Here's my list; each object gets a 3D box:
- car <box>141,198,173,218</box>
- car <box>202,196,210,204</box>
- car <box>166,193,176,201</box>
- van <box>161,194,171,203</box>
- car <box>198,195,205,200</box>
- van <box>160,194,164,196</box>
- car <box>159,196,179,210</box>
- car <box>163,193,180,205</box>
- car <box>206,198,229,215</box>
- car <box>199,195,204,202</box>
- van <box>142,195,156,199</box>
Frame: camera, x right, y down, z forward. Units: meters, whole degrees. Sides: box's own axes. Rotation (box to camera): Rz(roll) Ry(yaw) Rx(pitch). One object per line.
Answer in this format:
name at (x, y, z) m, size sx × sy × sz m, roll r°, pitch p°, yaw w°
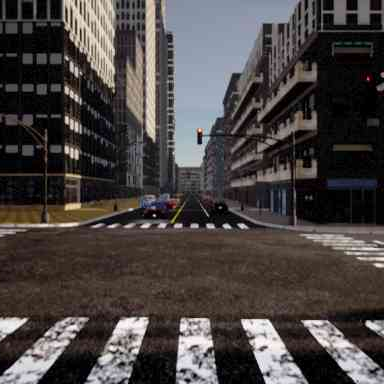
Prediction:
car at (-3.074, 1.536, 29.831) m, size 2.033 × 1.411 × 5.357 m, roll 0°, pitch 0°, yaw 0°
car at (2.726, 1.529, 43.918) m, size 1.887 × 1.381 × 4.507 m, roll 0°, pitch 0°, yaw 0°
car at (-5.615, 1.296, 89.159) m, size 2.192 × 1.841 × 5.009 m, roll 0°, pitch 0°, yaw 0°
van at (-5.630, 1.322, 72.196) m, size 1.690 × 1.788 × 3.998 m, roll 0°, pitch 0°, yaw 0°
car at (2.771, 1.547, 94.806) m, size 1.947 × 1.339 × 4.313 m, roll 0°, pitch 0°, yaw 0°
van at (-5.635, 1.322, 66.541) m, size 1.690 × 1.788 × 3.998 m, roll 0°, pitch 0°, yaw 0°
car at (-3.058, 1.586, 42.091) m, size 1.895 × 1.301 × 4.718 m, roll 0°, pitch 0°, yaw 0°
car at (-3.028, 1.336, 54.417) m, size 2.097 × 1.767 × 4.553 m, roll 0°, pitch 0°, yaw 0°
car at (2.718, 1.553, 33.951) m, size 1.947 × 1.339 × 4.313 m, roll 0°, pitch 0°, yaw 0°
car at (2.741, 1.532, 60.881) m, size 2.008 × 1.369 × 4.403 m, roll 0°, pitch 0°, yaw 0°
van at (-5.655, 1.326, 43.924) m, size 1.690 × 1.788 × 3.998 m, roll 0°, pitch 0°, yaw 0°
